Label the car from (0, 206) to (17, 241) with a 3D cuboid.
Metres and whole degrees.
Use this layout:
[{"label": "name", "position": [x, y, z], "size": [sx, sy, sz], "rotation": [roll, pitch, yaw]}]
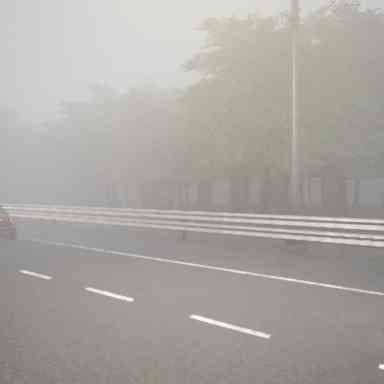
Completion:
[{"label": "car", "position": [-10.154, 1.354, 15.426], "size": [4.553, 1.767, 2.097], "rotation": [0, 0, 36]}]
